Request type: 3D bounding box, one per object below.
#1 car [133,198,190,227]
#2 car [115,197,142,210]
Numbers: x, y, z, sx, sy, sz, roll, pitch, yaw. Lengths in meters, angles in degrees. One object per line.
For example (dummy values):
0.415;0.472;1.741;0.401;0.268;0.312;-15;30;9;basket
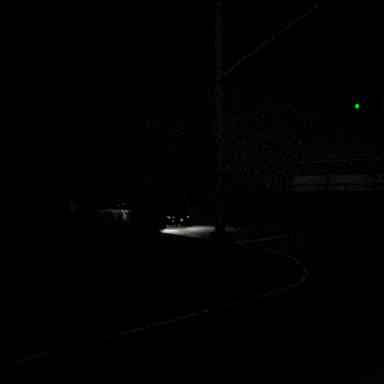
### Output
-2.047;1.409;22.395;1.837;1.490;4.892;-1;2;-36;car
-7.411;1.361;41.132;1.837;1.490;4.892;-1;0;32;car
